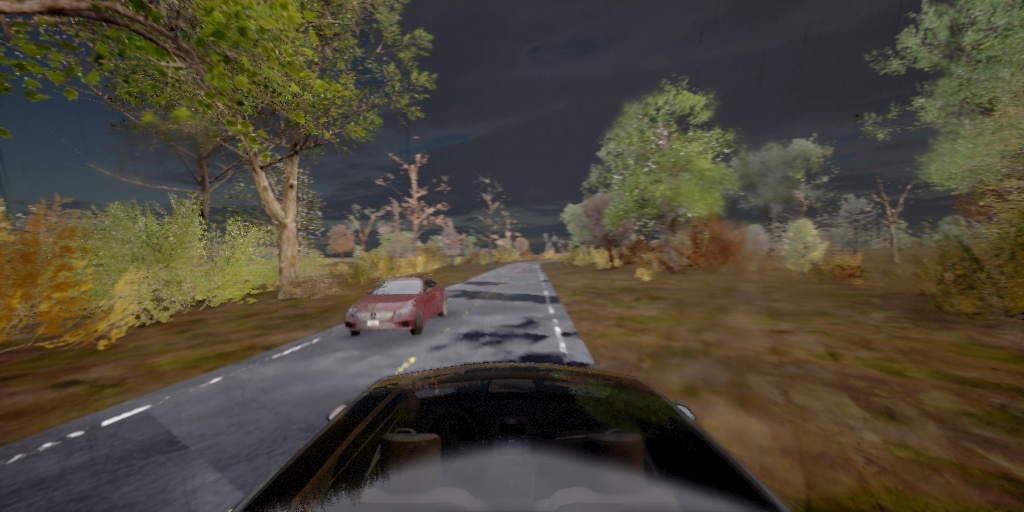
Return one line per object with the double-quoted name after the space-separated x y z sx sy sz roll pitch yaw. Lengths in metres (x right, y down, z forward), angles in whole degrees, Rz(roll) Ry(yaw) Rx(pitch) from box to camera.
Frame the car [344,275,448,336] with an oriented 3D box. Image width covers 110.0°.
-3.207 1.341 10.855 1.812 1.442 4.674 -1 0 3 "car"
